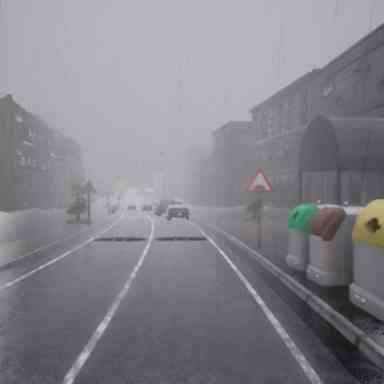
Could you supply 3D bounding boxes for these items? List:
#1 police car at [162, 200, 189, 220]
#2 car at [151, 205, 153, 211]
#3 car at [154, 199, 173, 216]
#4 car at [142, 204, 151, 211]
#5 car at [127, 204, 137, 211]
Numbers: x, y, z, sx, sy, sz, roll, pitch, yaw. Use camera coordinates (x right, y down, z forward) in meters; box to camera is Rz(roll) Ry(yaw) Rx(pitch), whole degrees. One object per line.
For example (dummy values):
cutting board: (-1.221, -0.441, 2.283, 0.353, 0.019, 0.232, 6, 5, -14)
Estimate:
police car: (-1.515, 1.828, 32.242, 1.930, 1.638, 5.238, 0, -1, -9)
car: (-4.402, 2.473, 47.986, 1.882, 1.535, 5.008, 0, -3, -11)
car: (-3.271, 1.959, 42.113, 2.150, 2.045, 5.566, 0, -2, -11)
car: (-9.059, 3.084, 67.341, 1.882, 1.535, 5.008, 0, -1, -11)
car: (-12.758, 3.258, 70.672, 1.895, 1.301, 4.718, 0, -1, -11)
